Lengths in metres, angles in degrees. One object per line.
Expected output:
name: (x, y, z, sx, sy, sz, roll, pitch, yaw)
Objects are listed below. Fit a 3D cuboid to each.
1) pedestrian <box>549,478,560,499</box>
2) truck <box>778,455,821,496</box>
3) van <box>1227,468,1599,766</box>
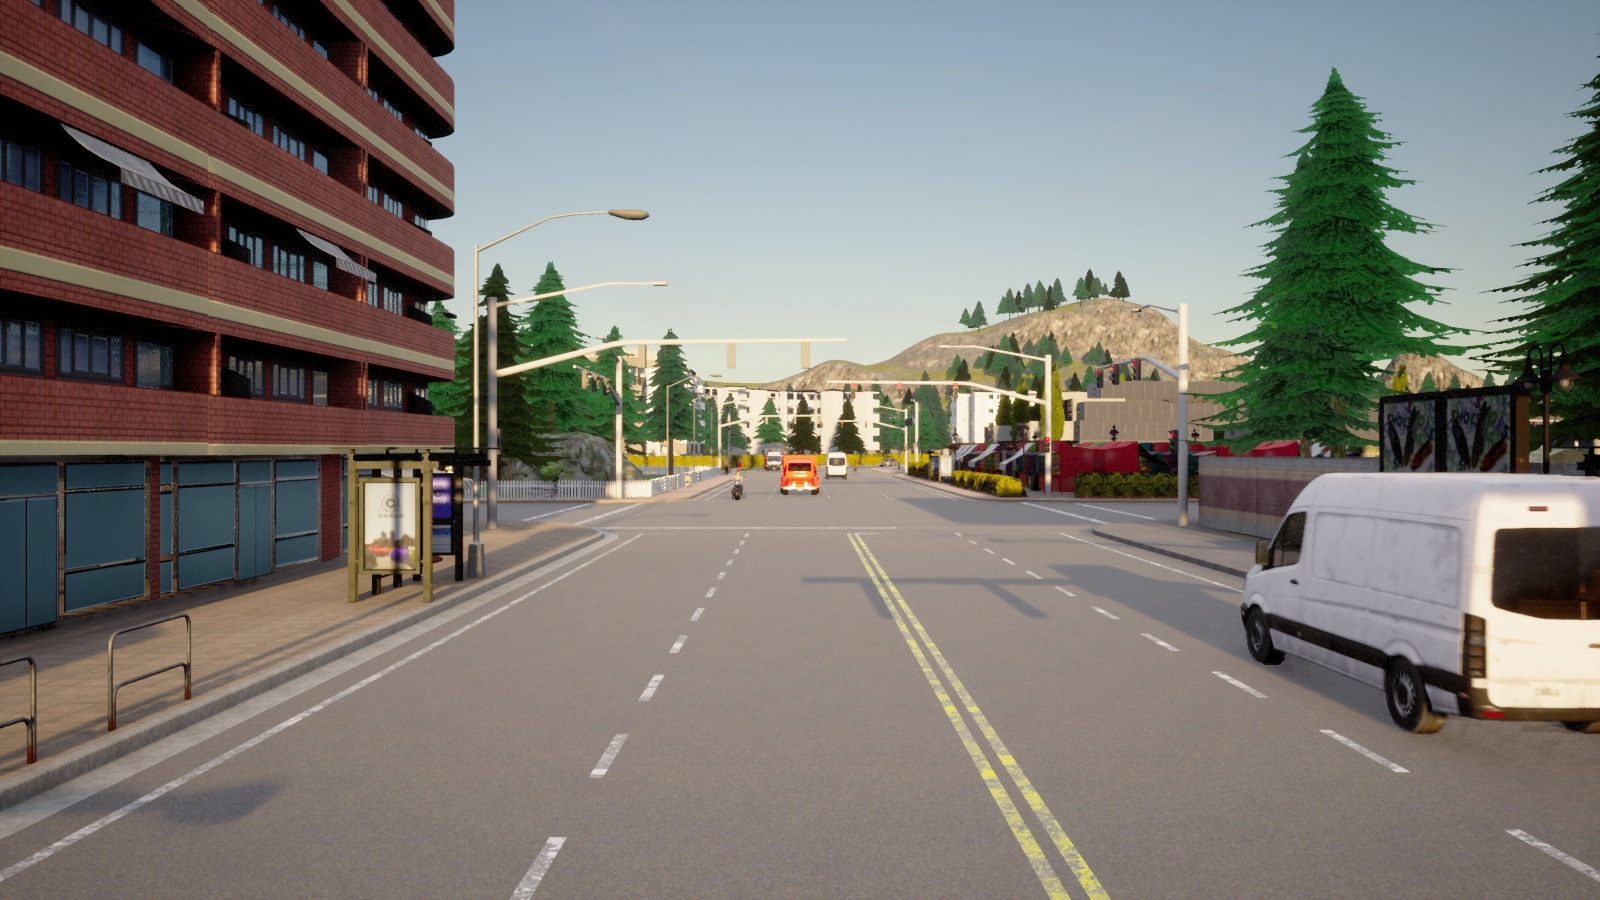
pedestrian: (-12.966, 2.024, 60.269, 0.500, 1.100, 0.500, 0, 0, -4)
truck: (-0.006, 1.572, 72.542, 2.627, 2.467, 5.204, 0, 0, 0)
van: (7.001, 1.535, 13.121, 1.988, 2.561, 5.915, 0, 0, 0)
